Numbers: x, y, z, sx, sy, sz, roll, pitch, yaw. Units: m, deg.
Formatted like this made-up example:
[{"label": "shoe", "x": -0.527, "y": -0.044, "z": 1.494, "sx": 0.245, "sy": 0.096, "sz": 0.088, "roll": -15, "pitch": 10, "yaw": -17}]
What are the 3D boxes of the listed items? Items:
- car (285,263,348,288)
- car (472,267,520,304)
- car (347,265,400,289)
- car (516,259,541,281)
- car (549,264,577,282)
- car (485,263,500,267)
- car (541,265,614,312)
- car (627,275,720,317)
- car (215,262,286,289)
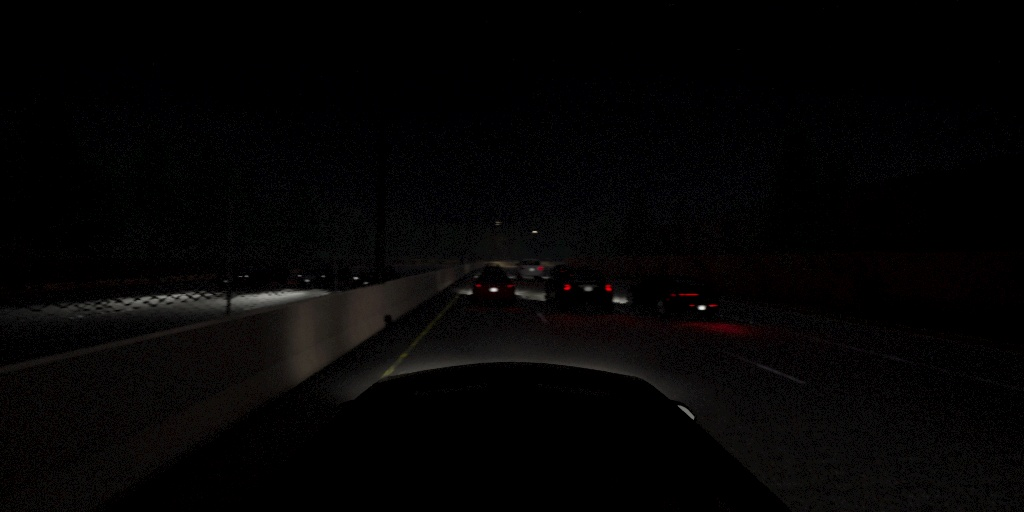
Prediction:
[{"label": "car", "x": -11.939, "y": 1.177, "z": 23.120, "sx": 2.128, "sy": 1.511, "sz": 4.902, "roll": 1, "pitch": 0, "yaw": -3}, {"label": "car", "x": -0.892, "y": 1.429, "z": 17.338, "sx": 1.994, "sy": 1.385, "sz": 4.181, "roll": 1, "pitch": 0, "yaw": -3}, {"label": "car", "x": -8.412, "y": 1.281, "z": 22.730, "sx": 1.812, "sy": 1.442, "sz": 4.674, "roll": 1, "pitch": 0, "yaw": -3}, {"label": "car", "x": 1.616, "y": 1.286, "z": 34.637, "sx": 2.150, "sy": 2.045, "sz": 5.566, "roll": 1, "pitch": 0, "yaw": -3}, {"label": "car", "x": 5.026, "y": 1.652, "z": 36.168, "sx": 1.837, "sy": 1.490, "sz": 4.892, "roll": 1, "pitch": 0, "yaw": -3}, {"label": "car", "x": -2.019, "y": 1.498, "z": 36.797, "sx": 2.128, "sy": 1.511, "sz": 4.902, "roll": 1, "pitch": 0, "yaw": -3}, {"label": "car", "x": 2.724, "y": 1.274, "z": 15.486, "sx": 2.097, "sy": 1.767, "sz": 4.553, "roll": 1, "pitch": -1, "yaw": -3}, {"label": "car", "x": 6.281, "y": 1.494, "z": 14.531, "sx": 1.837, "sy": 1.490, "sz": 4.892, "roll": 1, "pitch": 0, "yaw": -3}, {"label": "car", "x": -15.353, "y": 1.094, "z": 21.564, "sx": 2.128, "sy": 1.511, "sz": 4.902, "roll": 1, "pitch": 0, "yaw": -3}]
